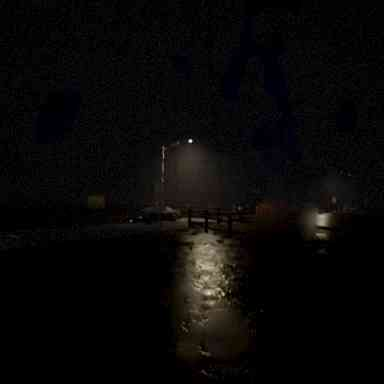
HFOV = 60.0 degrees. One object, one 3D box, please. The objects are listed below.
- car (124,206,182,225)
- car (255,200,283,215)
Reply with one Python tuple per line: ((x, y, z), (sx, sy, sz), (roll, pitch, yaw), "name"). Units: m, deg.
((-3.030, 1.839, 27.173), (2.033, 1.411, 5.357), (0, -1, 35), "car")
((10.845, 2.100, 46.613), (2.150, 2.045, 5.566), (0, -2, 36), "car")
